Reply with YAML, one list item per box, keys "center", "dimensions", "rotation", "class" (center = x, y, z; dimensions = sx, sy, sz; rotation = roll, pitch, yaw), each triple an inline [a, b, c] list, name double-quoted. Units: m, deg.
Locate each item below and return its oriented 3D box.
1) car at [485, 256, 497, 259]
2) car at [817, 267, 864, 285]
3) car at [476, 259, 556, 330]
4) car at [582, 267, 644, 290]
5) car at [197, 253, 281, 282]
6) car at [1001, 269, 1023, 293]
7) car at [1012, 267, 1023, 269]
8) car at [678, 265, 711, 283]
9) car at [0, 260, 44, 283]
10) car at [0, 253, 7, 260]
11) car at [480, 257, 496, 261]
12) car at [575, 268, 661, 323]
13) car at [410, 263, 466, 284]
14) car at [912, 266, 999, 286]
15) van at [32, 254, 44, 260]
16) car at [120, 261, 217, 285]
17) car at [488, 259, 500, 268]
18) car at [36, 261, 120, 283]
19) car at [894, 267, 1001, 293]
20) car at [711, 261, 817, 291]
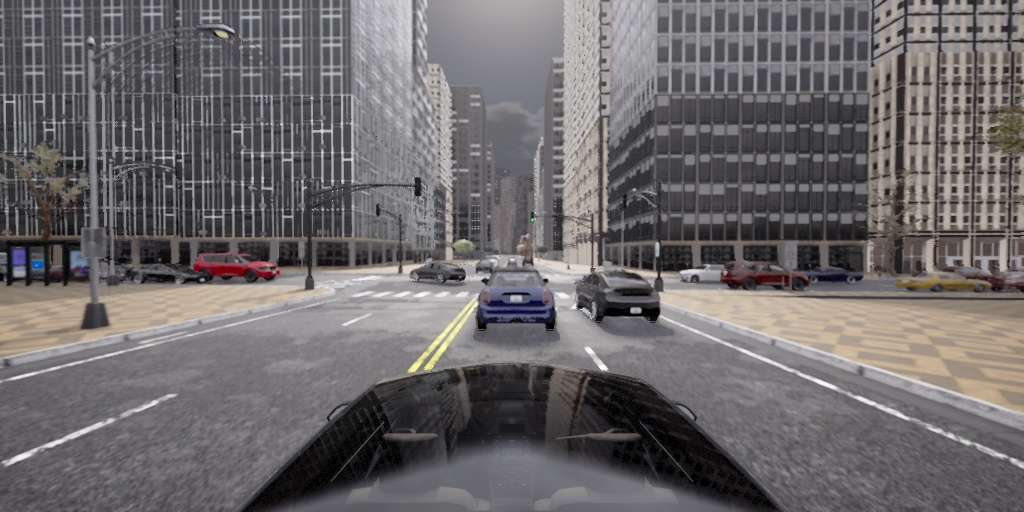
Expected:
- center: [-3.283, 0.969, 54.135]
  dimensions: [2.150, 2.045, 5.566]
  rotation: [0, 0, 0]
  class: "car"
- center: [25.128, 1.563, 28.883]
  dimensions: [4.718, 1.301, 1.895]
  rotation: [0, 1, 1]
  class: "car"
- center: [0.110, 1.104, 11.267]
  dimensions: [2.097, 1.767, 4.553]
  rotation: [0, 0, 0]
  class: "car"
- center: [7.098, 1.472, 24.960]
  dimensions: [4.718, 1.301, 1.895]
  rotation: [0, 1, -42]
  class: "car"
- center: [-20.260, 0.832, 26.477]
  dimensions: [5.566, 2.045, 2.150]
  rotation: [0, 1, 1]
  class: "car"
- center: [33.130, 1.703, 22.959]
  dimensions: [4.207, 1.307, 1.802]
  rotation: [0, 0, 1]
  class: "car"
- center: [44.549, 1.654, 31.134]
  dimensions: [4.313, 1.339, 1.948]
  rotation: [0, 0, 1]
  class: "car"
- center: [15.917, 1.407, 29.045]
  dimensions: [4.674, 1.442, 1.812]
  rotation: [0, 1, -1]
  class: "car"
- center: [-34.077, 1.091, 24.142]
  dimensions: [4.313, 1.339, 1.948]
  rotation: [0, 0, 1]
  class: "car"
- center: [-41.356, 0.640, 26.935]
  dimensions: [5.566, 2.045, 2.150]
  rotation: [1, 1, 2]
  class: "car"
- center: [-3.306, 1.229, 44.186]
  dimensions: [1.882, 1.535, 5.008]
  rotation: [0, 0, 0]
  class: "car"
- center: [3.360, 1.255, 12.163]
  dimensions: [1.837, 1.490, 4.892]
  rotation: [0, 0, 0]
  class: "car"
- center: [-5.647, 1.234, 27.042]
  dimensions: [4.892, 1.490, 1.837]
  rotation: [1, -1, 37]
  class: "car"
- center: [35.368, 1.576, 28.689]
  dimensions: [4.674, 1.442, 1.812]
  rotation: [0, 1, 1]
  class: "car"
- center: [-45.260, 0.634, 32.813]
  dimensions: [3.998, 1.789, 1.690]
  rotation: [0, 0, 1]
  class: "van"
- center: [-22.712, 1.195, 23.826]
  dimensions: [4.313, 1.339, 1.948]
  rotation: [0, 0, 1]
  class: "car"
- center: [-3.199, 1.247, 64.515]
  dimensions: [1.837, 1.490, 4.892]
  rotation: [0, 0, 0]
  class: "car"
- center: [-28.396, 1.160, 23.964]
  dimensions: [4.207, 1.307, 1.802]
  rotation: [0, 0, 1]
  class: "car"
- center: [27.661, 1.597, 23.057]
  dimensions: [4.829, 1.417, 1.751]
  rotation: [0, 0, 1]
  class: "car"
- center: [16.212, 1.288, 23.264]
  dimensions: [5.009, 1.841, 2.192]
  rotation: [0, 0, 1]
  class: "car"
